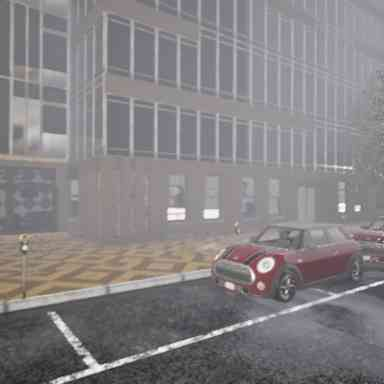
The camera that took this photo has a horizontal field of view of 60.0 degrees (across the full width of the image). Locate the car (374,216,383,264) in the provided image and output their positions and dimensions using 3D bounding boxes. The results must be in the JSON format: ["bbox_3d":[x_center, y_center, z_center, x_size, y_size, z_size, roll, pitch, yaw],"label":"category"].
[{"bbox_3d":[7.081,1.553,11.593,4.097,1.590,1.967,1,0,-35],"label":"car"}]

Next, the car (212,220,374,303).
[{"bbox_3d":[2.443,1.501,8.293,4.097,1.590,1.967,1,0,-35],"label":"car"}]
